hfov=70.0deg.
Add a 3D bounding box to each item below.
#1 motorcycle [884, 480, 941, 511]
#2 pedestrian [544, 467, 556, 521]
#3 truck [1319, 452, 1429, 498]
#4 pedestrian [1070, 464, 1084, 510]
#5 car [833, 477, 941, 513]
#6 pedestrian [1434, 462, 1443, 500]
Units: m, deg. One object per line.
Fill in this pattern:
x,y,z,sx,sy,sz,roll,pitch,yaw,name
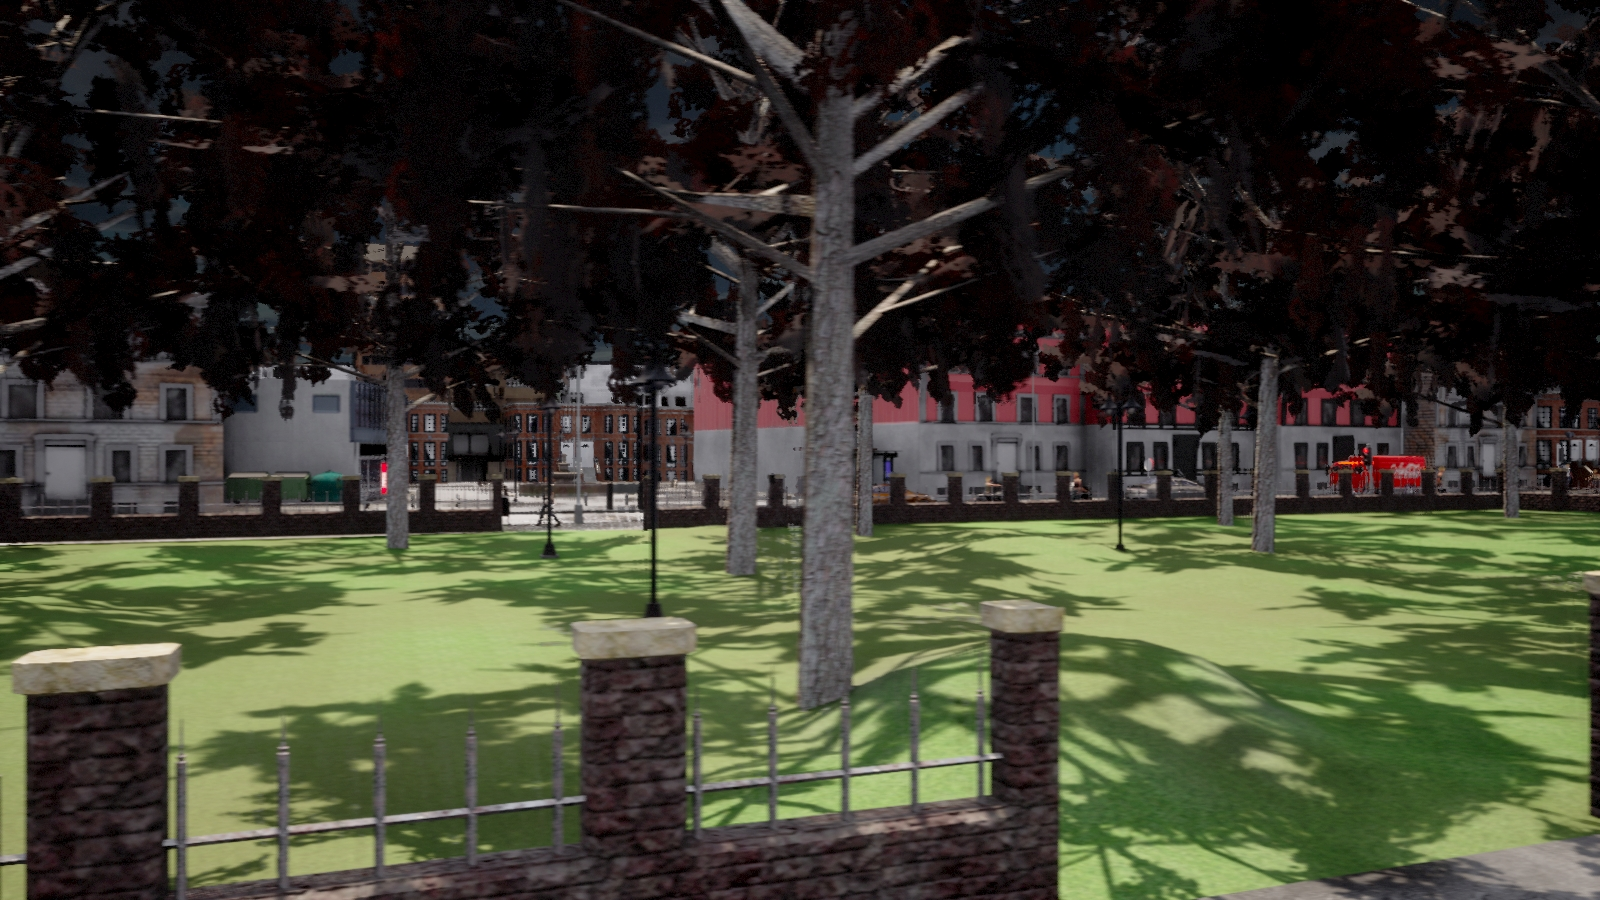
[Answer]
4.898,1.950,49.560,2.356,1.277,0.764,0,0,-20,motorcycle
-8.707,1.523,39.727,0.375,1.860,0.375,0,0,-17,pedestrian
31.983,1.349,63.651,5.204,2.467,2.627,0,0,-20,truck
11.341,1.526,46.779,0.375,1.860,0.375,0,0,-20,pedestrian
3.744,1.911,49.138,4.181,1.385,1.994,-1,0,-20,car
31.645,1.527,56.596,0.375,1.860,0.375,0,0,28,pedestrian
